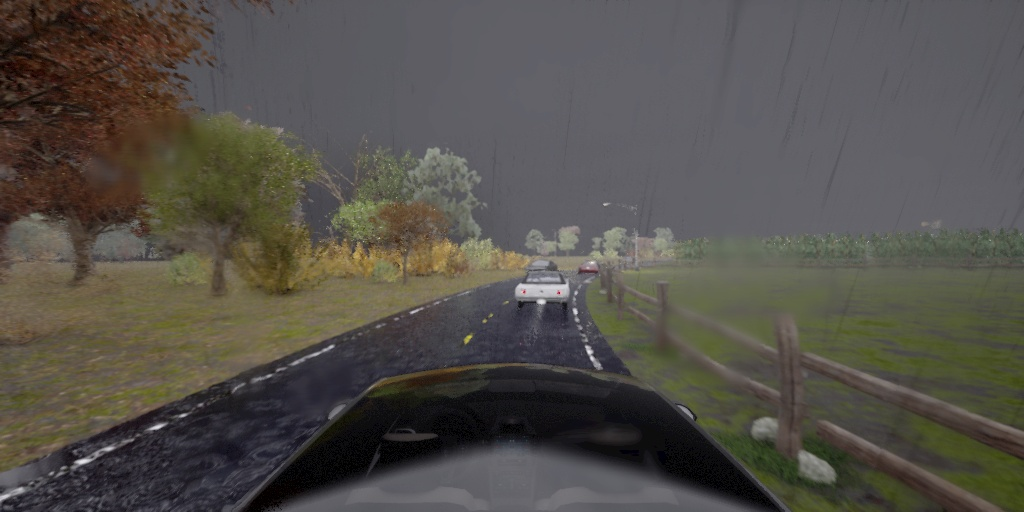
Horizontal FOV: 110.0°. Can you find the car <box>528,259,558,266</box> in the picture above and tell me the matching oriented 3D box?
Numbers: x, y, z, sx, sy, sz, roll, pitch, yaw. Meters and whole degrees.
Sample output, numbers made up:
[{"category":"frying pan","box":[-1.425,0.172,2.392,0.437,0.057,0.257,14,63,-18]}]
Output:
[{"category":"car","box":[2.556,1.039,30.393,1.882,1.535,5.008,0,0,20]}]

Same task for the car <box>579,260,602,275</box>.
[{"category":"car","box":[8.066,1.080,35.947,1.994,1.385,4.181,0,0,25]}]

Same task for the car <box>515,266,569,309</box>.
[{"category":"car","box":[1.374,1.273,14.596,1.895,1.301,4.718,0,0,9]}]
